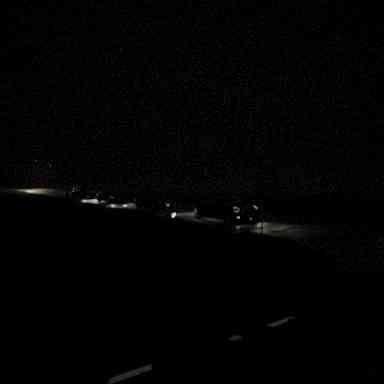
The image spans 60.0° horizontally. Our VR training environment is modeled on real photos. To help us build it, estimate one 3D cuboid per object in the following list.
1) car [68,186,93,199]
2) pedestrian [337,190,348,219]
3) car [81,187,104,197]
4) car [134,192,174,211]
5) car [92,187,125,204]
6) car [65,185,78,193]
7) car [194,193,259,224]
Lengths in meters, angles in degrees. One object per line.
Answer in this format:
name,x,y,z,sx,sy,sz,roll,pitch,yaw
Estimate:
car,-14.916,0.196,45.455,1.895,1.301,4.718,-3,4,-35
pedestrian,9.506,0.779,21.134,0.375,1.860,0.375,-1,1,-35
car,-15.302,-0.085,51.025,1.895,1.301,4.718,-3,4,-35
car,-3.376,0.735,29.037,2.128,1.511,4.902,-3,4,-35
car,-9.149,0.418,37.224,1.837,1.490,4.892,-3,4,-35
car,-21.185,-0.493,59.342,2.128,1.511,4.902,-3,4,-35
car,2.132,0.912,21.252,2.097,1.767,4.553,-3,4,-35
